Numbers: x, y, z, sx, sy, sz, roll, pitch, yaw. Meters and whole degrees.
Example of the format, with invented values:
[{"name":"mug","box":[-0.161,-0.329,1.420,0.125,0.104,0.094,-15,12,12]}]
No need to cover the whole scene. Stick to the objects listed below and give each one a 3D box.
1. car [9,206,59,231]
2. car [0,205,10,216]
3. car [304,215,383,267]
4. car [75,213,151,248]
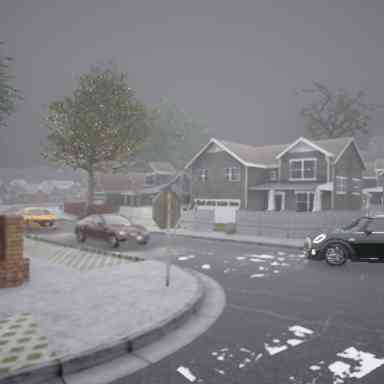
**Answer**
[{"name":"car","box":[-11.079,1.843,23.546,1.882,1.535,5.008,2,-2,-41]},{"name":"car","box":[-19.174,2.049,33.917,1.812,1.442,4.674,2,-2,-34]},{"name":"car","box":[6.265,1.586,11.452,4.553,1.767,2.097,0,-2,13]},{"name":"car","box":[-4.003,1.789,16.267,4.674,1.442,1.812,-1,-2,43]}]
